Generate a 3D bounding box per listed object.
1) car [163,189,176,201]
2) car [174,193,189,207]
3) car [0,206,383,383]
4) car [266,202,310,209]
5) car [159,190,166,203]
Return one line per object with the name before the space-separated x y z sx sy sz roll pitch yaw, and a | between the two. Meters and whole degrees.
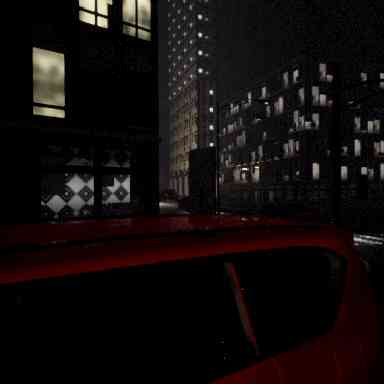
car | -4.030 0.537 54.624 2.150 2.045 5.566 -1 1 -18
car | -0.084 1.157 33.845 1.812 1.442 4.674 -1 1 -19
car | -1.118 1.221 1.864 5.566 2.045 2.150 0 0 -31
car | 5.481 1.361 18.335 1.837 1.490 4.892 -1 1 -24
car | -6.064 0.863 51.645 2.128 1.511 4.902 -1 1 -18
